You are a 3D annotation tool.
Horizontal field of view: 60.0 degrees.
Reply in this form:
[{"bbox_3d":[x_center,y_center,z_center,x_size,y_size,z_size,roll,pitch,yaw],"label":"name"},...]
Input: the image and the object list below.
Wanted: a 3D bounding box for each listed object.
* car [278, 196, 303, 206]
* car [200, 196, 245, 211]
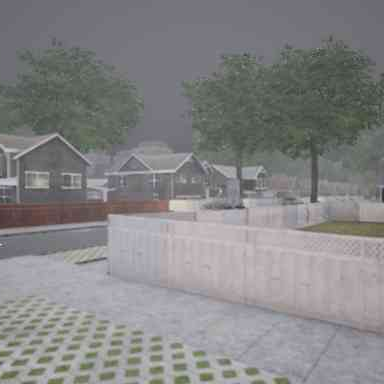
[{"bbox_3d":[13.953,1.634,46.775,2.150,2.045,5.566,0,0,35],"label":"car"},{"bbox_3d":[3.000,1.406,31.551,2.150,2.045,5.566,0,0,35],"label":"car"}]
